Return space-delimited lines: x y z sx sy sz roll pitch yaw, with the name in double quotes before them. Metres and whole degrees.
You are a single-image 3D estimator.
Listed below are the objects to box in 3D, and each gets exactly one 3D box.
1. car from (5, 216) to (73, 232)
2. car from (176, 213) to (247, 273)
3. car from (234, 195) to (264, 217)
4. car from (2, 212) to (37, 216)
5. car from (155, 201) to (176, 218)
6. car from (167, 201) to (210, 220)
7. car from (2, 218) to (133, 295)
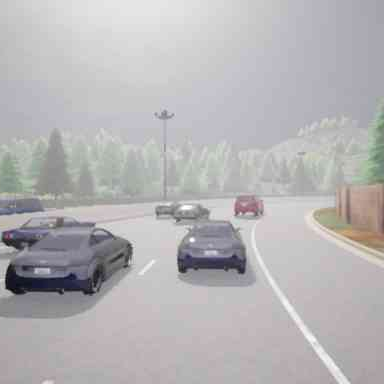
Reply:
"car" -5.932 1.699 14.638 1.895 1.301 4.718 -1 0 7
"car" 0.706 1.593 10.857 1.994 1.385 4.181 -1 0 6
"car" 5.620 1.277 32.400 2.150 2.045 5.566 -1 0 20
"car" -12.039 1.397 21.622 2.150 2.045 5.566 -1 -1 11
"car" -1.877 1.610 31.945 2.128 1.511 4.902 -1 0 18
"car" 0.087 1.632 26.688 2.033 1.411 5.357 -1 0 16
"car" -2.970 1.618 8.918 1.994 1.385 4.181 -1 0 4
